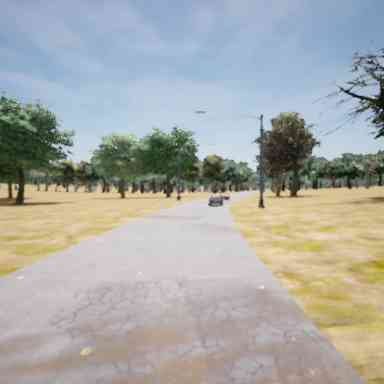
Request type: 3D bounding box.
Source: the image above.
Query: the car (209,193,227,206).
[{"bbox_3d":[3.413,1.053,46.307,2.128,1.511,4.902,0,1,8],"label":"car"}]

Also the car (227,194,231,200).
[{"bbox_3d":[6.470,0.919,64.771,1.895,1.301,4.718,0,1,11],"label":"car"}]
